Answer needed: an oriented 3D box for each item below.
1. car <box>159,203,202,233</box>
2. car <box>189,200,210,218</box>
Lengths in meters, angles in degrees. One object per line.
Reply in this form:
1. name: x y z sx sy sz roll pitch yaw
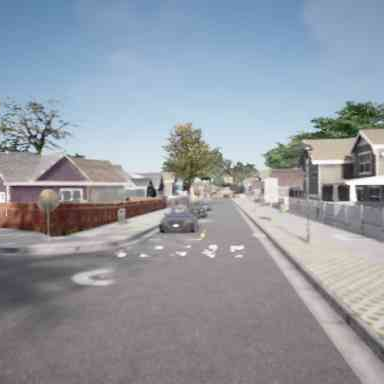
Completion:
1. car: -0.701 1.617 19.834 1.994 1.385 4.181 -1 0 5
2. car: 0.397 1.576 30.875 1.837 1.490 4.892 -1 0 6
